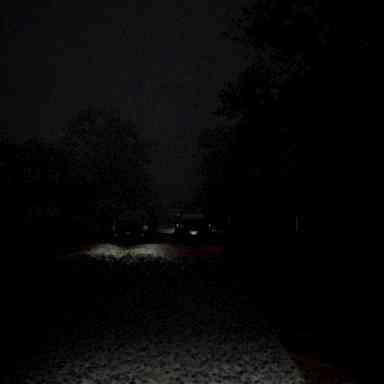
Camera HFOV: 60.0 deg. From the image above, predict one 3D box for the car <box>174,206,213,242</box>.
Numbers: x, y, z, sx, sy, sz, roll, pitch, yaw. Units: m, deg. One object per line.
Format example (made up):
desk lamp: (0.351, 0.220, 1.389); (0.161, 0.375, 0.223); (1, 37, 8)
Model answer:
car: (0.063, 1.646, 17.072); (1.812, 1.442, 4.674); (0, 0, 0)

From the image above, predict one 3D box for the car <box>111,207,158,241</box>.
car: (-2.888, 1.601, 17.503); (1.882, 1.535, 5.008); (0, 0, 0)

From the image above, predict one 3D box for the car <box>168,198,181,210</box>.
car: (-3.100, 2.108, 59.459); (2.150, 2.045, 5.566); (0, -2, 0)

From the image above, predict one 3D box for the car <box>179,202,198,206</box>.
car: (-0.017, 1.890, 34.289); (1.994, 1.385, 4.181); (0, -1, 0)
